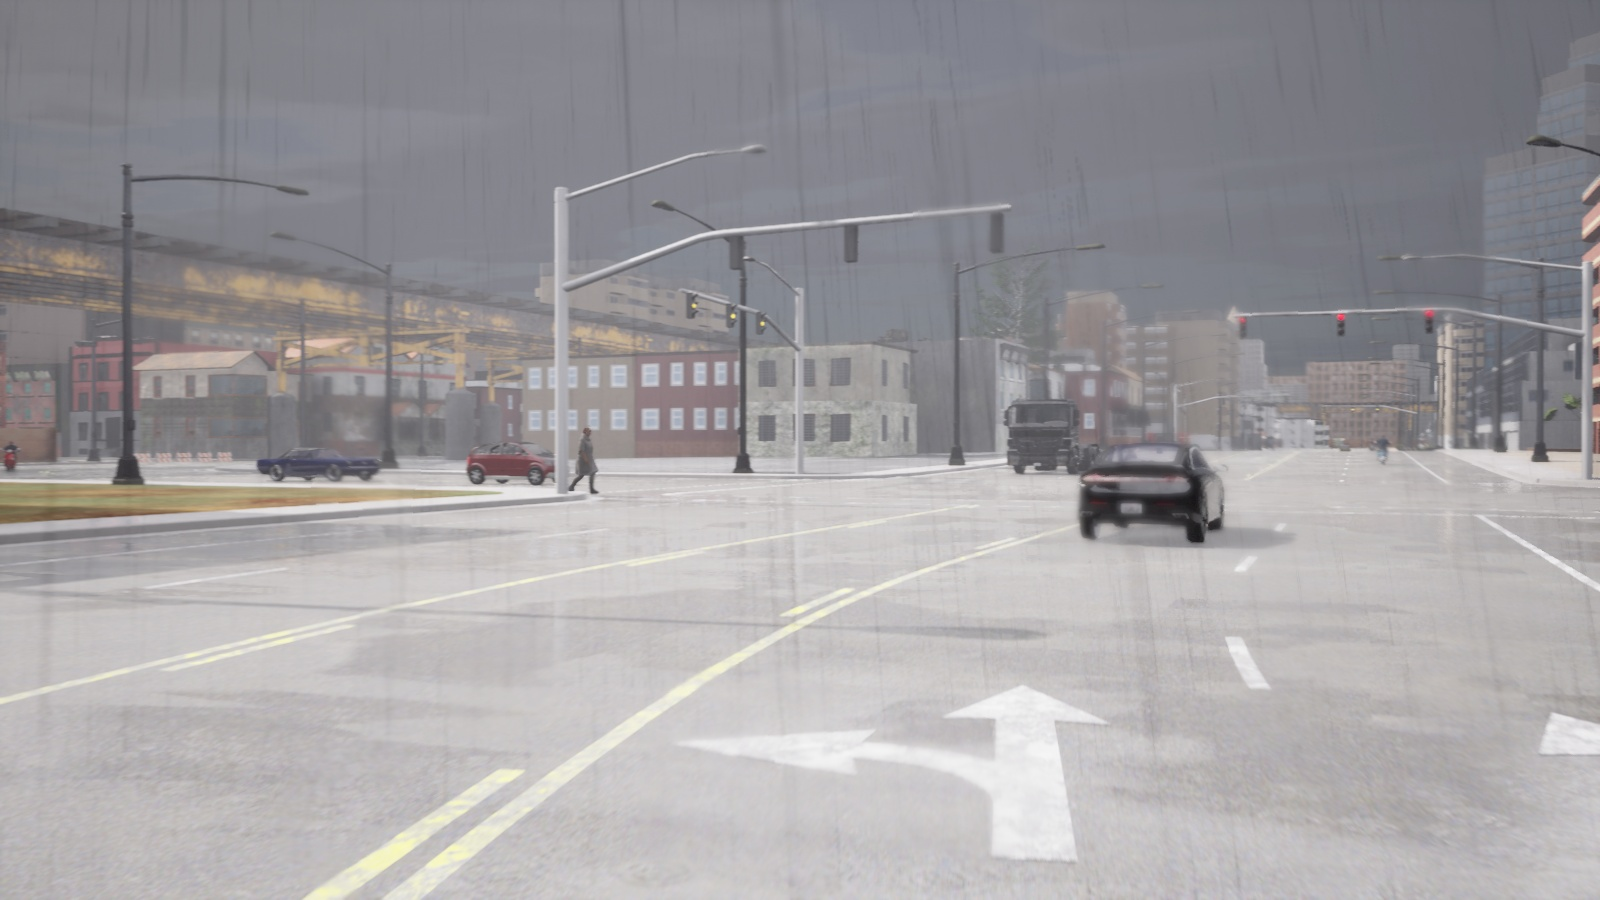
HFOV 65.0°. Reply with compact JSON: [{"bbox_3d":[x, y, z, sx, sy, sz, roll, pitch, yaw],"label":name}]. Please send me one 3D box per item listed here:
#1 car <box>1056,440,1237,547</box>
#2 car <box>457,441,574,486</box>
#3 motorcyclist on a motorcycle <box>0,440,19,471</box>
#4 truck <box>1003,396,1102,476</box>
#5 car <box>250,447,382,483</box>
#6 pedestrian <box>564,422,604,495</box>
[{"bbox_3d":[5.736,0.598,20.325,2.128,1.511,4.902,0,0,24],"label":"car"},{"bbox_3d":[-10.104,0.454,44.665,3.705,1.549,1.789,0,0,23],"label":"car"},{"bbox_3d":[-40.892,0.259,64.684,0.866,1.590,1.817,1,0,-24],"label":"motorcyclist on a motorcycle"},{"bbox_3d":[11.874,-0.678,58.438,2.891,3.462,7.936,0,1,24],"label":"truck"},{"bbox_3d":[-18.571,0.540,48.198,4.718,1.301,1.895,0,0,23],"label":"car"},{"bbox_3d":[-5.888,0.230,34.276,0.873,1.952,0.659,0,0,20],"label":"pedestrian"}]
